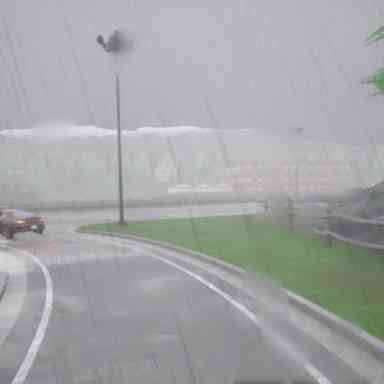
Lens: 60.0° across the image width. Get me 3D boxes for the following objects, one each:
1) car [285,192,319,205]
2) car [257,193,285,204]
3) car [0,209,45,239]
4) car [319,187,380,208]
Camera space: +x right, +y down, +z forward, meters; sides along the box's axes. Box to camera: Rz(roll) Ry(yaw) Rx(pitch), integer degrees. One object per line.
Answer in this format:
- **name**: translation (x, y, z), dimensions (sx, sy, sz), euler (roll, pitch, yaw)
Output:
- **car**: translation (14.847, 0.827, 42.358), dimensions (4.902, 1.511, 2.128), euler (-2, 0, -21)
- **car**: translation (11.798, 0.894, 48.674), dimensions (4.892, 1.490, 1.837), euler (-2, 0, -21)
- **car**: translation (-10.112, 1.714, 18.642), dimensions (4.674, 1.442, 1.812), euler (-2, 0, 35)
- **car**: translation (16.896, 0.536, 35.654), dimensions (5.566, 2.045, 2.150), euler (-2, 0, -21)
